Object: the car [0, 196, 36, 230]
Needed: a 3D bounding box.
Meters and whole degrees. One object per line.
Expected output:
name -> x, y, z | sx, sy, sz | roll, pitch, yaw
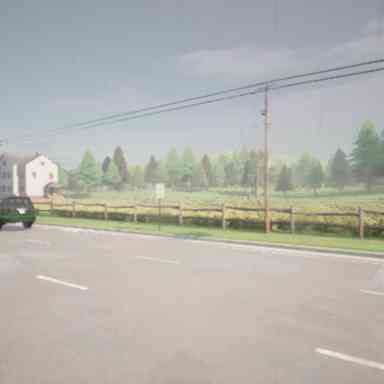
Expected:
car -> -12.259, 1.285, 21.340 | 5.566, 2.045, 2.150 | 0, 0, 36
